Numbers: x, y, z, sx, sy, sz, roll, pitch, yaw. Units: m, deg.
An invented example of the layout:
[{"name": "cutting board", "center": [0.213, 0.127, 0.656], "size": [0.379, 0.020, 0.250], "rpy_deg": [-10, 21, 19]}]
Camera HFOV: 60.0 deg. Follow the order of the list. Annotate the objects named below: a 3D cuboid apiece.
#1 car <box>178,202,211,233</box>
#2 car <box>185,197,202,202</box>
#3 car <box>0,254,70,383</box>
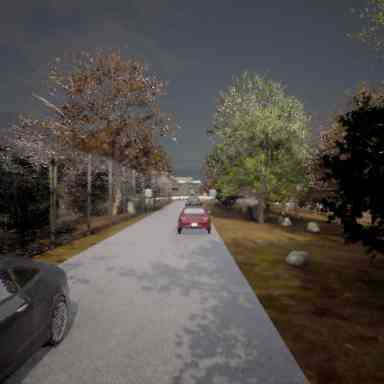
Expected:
[{"name": "car", "center": [0.131, 1.528, 19.615], "size": [1.812, 1.442, 4.674], "rpy_deg": [0, 0, 0]}, {"name": "car", "center": [0.197, 1.356, 41.541], "size": [2.097, 1.767, 4.553], "rpy_deg": [0, 0, 0]}, {"name": "car", "center": [-2.844, 1.526, 3.618], "size": [1.812, 1.442, 4.674], "rpy_deg": [0, 0, 0]}]
